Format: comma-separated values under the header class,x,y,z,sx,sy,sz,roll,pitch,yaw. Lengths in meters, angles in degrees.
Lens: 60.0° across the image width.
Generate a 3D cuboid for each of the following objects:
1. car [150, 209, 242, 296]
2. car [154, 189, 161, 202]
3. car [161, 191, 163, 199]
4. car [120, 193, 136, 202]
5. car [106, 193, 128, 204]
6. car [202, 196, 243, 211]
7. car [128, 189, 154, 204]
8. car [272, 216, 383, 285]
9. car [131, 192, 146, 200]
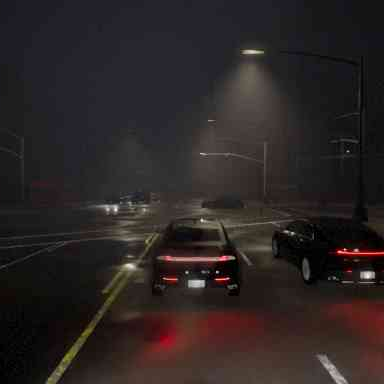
class,x,y,z,sx,sy,sz,roll,pitch,yaw
car,0.074,1.409,8.413,2.128,1.511,4.902,0,1,0
car,-7.216,0.572,57.484,2.150,2.045,5.566,0,0,0
car,-7.206,0.541,67.920,2.150,2.045,5.566,0,0,0
car,-10.722,0.881,56.050,1.812,1.442,4.674,0,0,0
car,-10.702,0.898,46.785,2.128,1.511,4.902,0,0,0
car,3.070,1.120,33.526,4.181,1.385,1.994,0,1,0
car,-7.191,0.626,47.450,2.150,2.045,5.566,0,0,1
car,3.578,1.415,9.209,1.837,1.490,4.892,0,1,0
car,-10.715,0.815,66.453,2.128,1.511,4.902,0,0,0
